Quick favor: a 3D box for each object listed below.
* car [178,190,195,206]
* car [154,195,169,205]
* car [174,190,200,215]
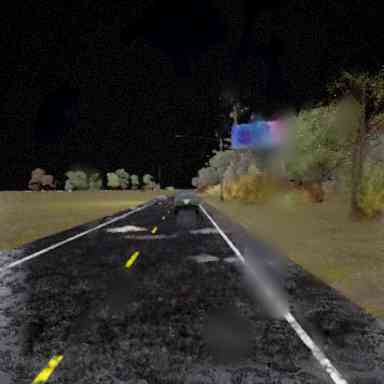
[{"bbox_3d":[-0.702,0.733,46.026,2.150,2.045,5.566,0,1,0],"label":"car"},{"bbox_3d":[-4.271,1.121,46.962,2.033,1.411,5.357,0,1,-1],"label":"car"},{"bbox_3d":[-0.481,0.901,30.250,2.150,2.045,5.566,0,1,0],"label":"car"}]
